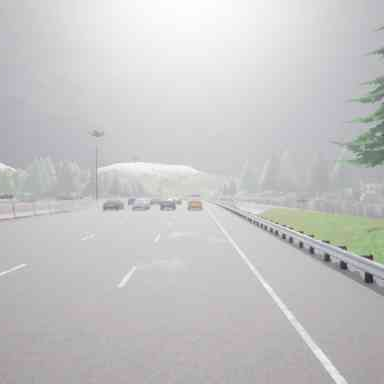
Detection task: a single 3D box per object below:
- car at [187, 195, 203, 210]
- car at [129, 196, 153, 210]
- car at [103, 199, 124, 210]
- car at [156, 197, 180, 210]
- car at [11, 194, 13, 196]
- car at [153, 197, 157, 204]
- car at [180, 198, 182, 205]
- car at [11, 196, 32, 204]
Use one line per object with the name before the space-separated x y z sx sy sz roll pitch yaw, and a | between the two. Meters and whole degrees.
car | 0.401 1.510 43.914 1.882 1.535 5.008 0 0 0
car | -6.610 1.558 43.601 1.812 1.442 4.674 0 0 -1
car | -10.105 1.596 43.058 1.994 1.385 4.181 0 0 0
car | -3.096 1.524 43.965 2.128 1.511 4.902 0 0 0
car | -24.317 1.253 41.775 2.150 2.045 5.566 0 0 0
car | -6.469 1.632 60.317 1.994 1.385 4.181 0 0 1
car | -2.958 1.643 61.777 1.994 1.385 4.181 0 0 1
car | -20.820 1.557 41.386 1.812 1.442 4.674 0 0 0
